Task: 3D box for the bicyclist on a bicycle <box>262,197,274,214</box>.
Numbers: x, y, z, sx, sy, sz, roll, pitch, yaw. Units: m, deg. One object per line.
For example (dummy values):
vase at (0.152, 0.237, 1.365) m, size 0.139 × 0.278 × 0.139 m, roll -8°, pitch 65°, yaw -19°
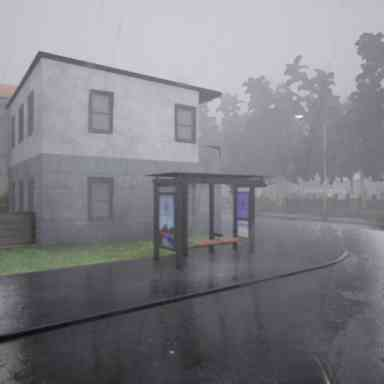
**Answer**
bicyclist on a bicycle at (7.479, 1.350, 32.623) m, size 1.656 × 1.620 × 0.582 m, roll 0°, pitch 0°, yaw -35°
